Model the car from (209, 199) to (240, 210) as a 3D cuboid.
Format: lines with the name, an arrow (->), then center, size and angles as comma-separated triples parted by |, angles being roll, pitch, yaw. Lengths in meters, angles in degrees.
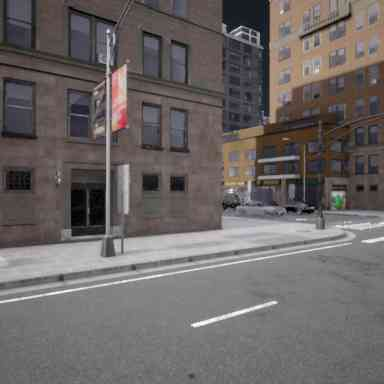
car -> 4.182, 1.591, 43.311 | 1.802, 1.307, 4.206 | 0, 0, -35

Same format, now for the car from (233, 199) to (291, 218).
car -> 6.358, 1.591, 30.737 | 1.895, 1.301, 4.718 | 0, 0, -35

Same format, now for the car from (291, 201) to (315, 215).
car -> 10.549, 1.577, 34.312 | 1.947, 1.339, 4.313 | 0, 0, -35

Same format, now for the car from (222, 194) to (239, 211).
car -> 3.404, 1.221, 40.024 | 2.150, 2.045, 5.566 | 0, 0, -35
